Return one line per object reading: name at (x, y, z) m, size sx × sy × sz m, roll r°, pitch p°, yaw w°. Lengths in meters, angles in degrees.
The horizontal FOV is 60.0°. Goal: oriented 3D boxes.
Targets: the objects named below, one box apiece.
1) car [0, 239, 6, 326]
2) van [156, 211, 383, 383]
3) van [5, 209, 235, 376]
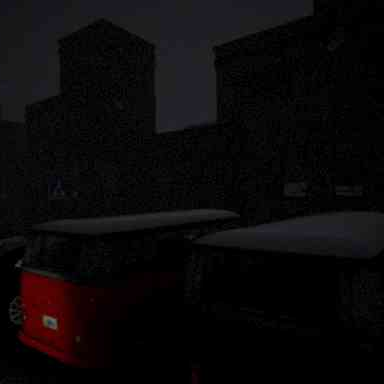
car at (-2.812, 1.616, 7.389) m, size 2.231 × 1.521 × 4.892 m, roll -1°, pitch -1°, yaw 36°
van at (1.768, 1.296, 4.245) m, size 1.878 × 1.987 × 4.442 m, roll -1°, pitch -1°, yaw 36°
van at (-0.487, 1.342, 5.868) m, size 1.878 × 1.987 × 4.442 m, roll -1°, pitch -1°, yaw 36°
